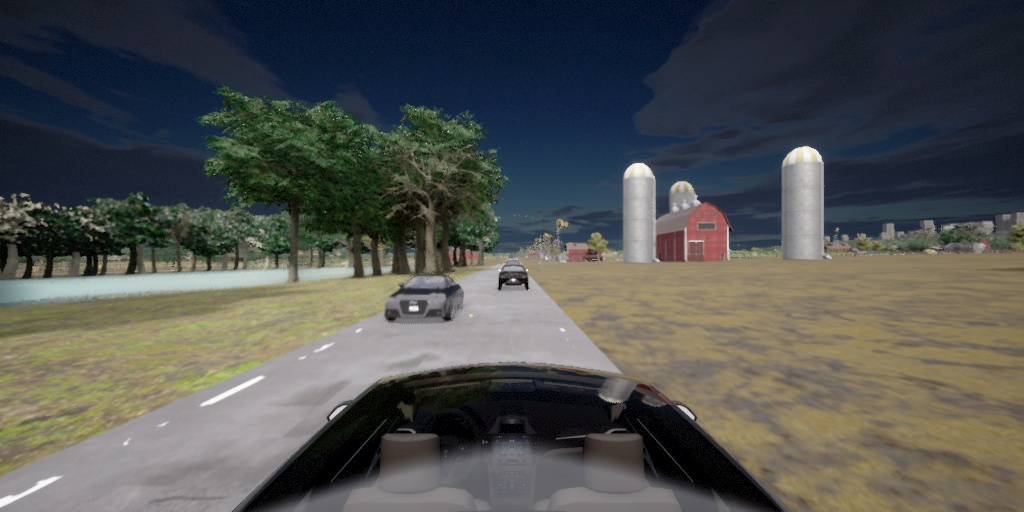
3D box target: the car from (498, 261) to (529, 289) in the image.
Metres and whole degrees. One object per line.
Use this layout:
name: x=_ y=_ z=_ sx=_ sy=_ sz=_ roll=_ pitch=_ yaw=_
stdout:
car: x=0.089 y=1.282 z=23.678 sx=1.882 sy=1.535 sz=5.008 roll=0 pitch=0 yaw=0

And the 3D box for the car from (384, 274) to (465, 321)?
car: x=-2.824 y=1.333 z=12.332 sx=1.994 sy=1.385 sz=4.181 roll=0 pitch=0 yaw=0
